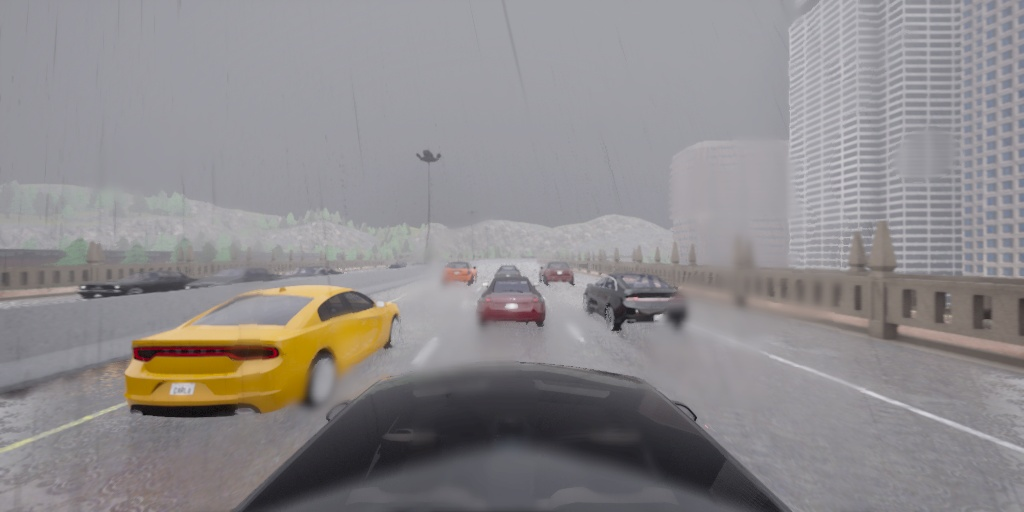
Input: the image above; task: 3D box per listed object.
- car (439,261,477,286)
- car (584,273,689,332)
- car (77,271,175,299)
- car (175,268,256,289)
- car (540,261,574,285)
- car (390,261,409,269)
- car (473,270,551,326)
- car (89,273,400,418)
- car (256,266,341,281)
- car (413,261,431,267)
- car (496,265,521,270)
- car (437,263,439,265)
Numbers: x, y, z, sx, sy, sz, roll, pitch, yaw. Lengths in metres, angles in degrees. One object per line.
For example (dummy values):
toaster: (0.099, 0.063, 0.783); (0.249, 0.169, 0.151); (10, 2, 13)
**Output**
car: (-3.765, 1.184, 26.662); (2.097, 1.767, 4.553); (0, 0, -1)
car: (3.489, 1.268, 10.940); (2.128, 1.511, 4.902); (0, 0, -1)
car: (-17.809, 1.414, 17.616); (1.895, 1.301, 4.718); (0, 0, -1)
car: (-14.334, 1.363, 19.086); (2.033, 1.411, 5.357); (0, 0, -1)
car: (3.235, 1.178, 26.679); (2.097, 1.767, 4.553); (0, 0, -1)
car: (-18.449, 1.545, 58.799); (1.895, 1.301, 4.718); (0, 0, 0)
car: (-0.026, 1.346, 11.799); (1.994, 1.385, 4.181); (0, 0, -1)
car: (-3.459, 1.244, 6.219); (1.882, 1.535, 5.008); (0, 0, 0)
car: (-10.835, 1.305, 19.251); (2.128, 1.511, 4.902); (0, 0, -1)
car: (-14.967, 1.545, 59.672); (1.895, 1.301, 4.718); (0, 0, 0)
car: (-0.278, 1.396, 27.505); (1.994, 1.385, 4.181); (0, 0, -1)
car: (-11.488, 1.494, 61.123); (2.033, 1.411, 5.357); (0, 0, 0)
